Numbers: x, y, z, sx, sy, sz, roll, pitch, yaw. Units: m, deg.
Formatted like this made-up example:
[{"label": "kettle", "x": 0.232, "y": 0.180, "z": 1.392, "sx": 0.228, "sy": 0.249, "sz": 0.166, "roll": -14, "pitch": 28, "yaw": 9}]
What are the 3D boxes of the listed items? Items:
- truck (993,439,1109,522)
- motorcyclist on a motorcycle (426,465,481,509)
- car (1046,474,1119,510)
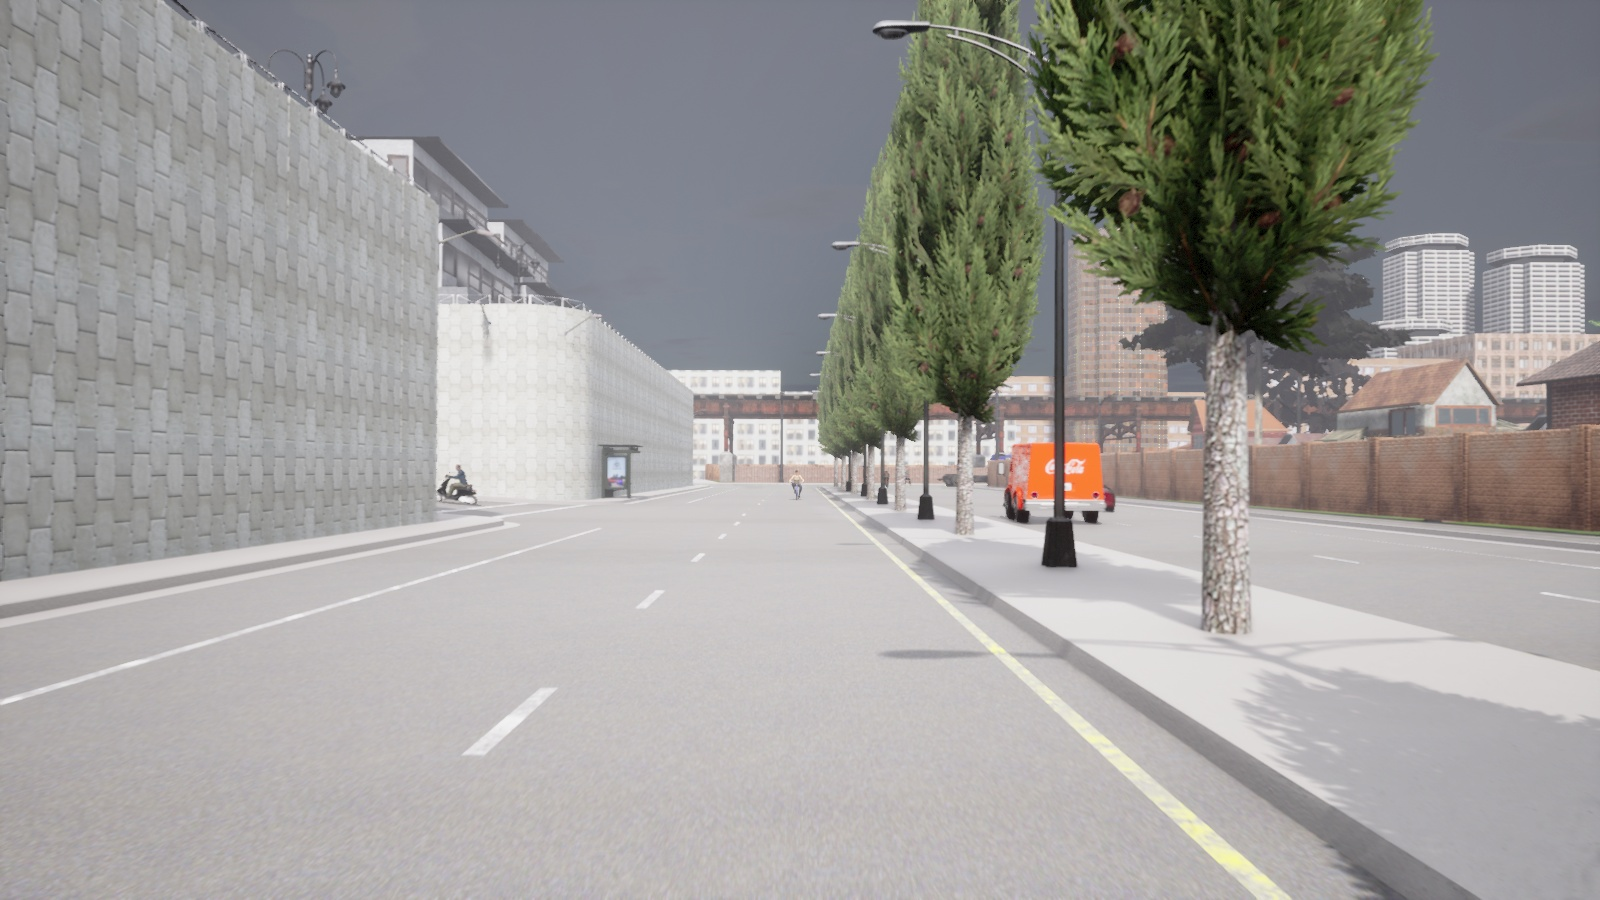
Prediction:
[{"label": "truck", "x": 7.901, "y": 0.967, "z": 40.089, "sx": 2.627, "sy": 2.467, "sz": 5.204, "roll": 0, "pitch": -1, "yaw": 0}, {"label": "motorcyclist on a motorcycle", "x": -13.578, "y": 1.445, "z": 49.245, "sx": 1.817, "sy": 1.590, "sz": 0.866, "roll": 4, "pitch": -2, "yaw": -5}, {"label": "car", "x": 11.377, "y": 1.685, "z": 50.920, "sx": 1.994, "sy": 1.385, "sz": 4.181, "roll": 0, "pitch": -1, "yaw": 0}]
